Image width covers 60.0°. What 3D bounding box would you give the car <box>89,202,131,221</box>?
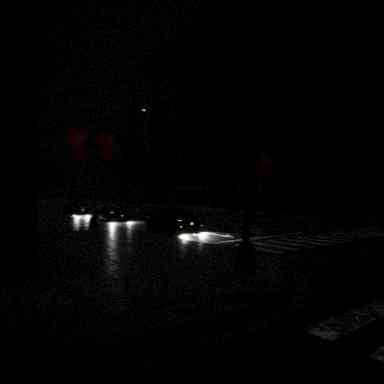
[{"bbox_3d":[-6.905,1.619,28.359,1.812,1.442,4.674,0,0,-36],"label":"car"}]

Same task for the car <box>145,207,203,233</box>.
[{"bbox_3d":[-1.169,1.619,20.372,1.994,1.385,4.181,0,0,-36],"label":"car"}]

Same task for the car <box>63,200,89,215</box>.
[{"bbox_3d":[-12.703,1.623,36.439,2.128,1.511,4.902,0,0,-35],"label":"car"}]
